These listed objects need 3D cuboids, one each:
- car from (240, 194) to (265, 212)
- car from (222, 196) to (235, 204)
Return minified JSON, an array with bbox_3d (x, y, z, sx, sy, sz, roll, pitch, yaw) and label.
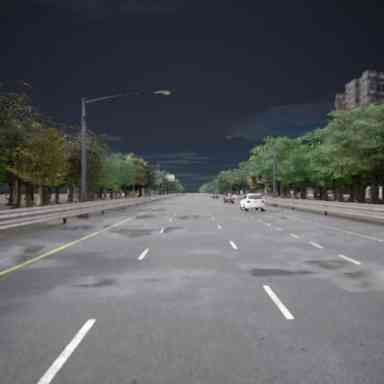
[{"bbox_3d":[7.067,1.245,39.331,2.150,2.045,5.566,0,0,0],"label":"car"},{"bbox_3d":[7.180,1.566,66.360,1.812,1.442,4.674,0,0,0],"label":"car"}]
